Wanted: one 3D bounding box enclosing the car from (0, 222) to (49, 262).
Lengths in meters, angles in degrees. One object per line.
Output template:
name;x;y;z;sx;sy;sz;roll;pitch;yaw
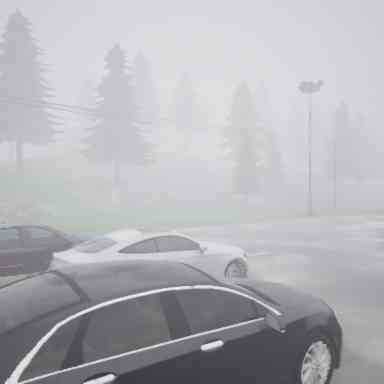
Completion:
car;-4.617;1.547;9.052;5.357;1.411;2.033;0;0;-35

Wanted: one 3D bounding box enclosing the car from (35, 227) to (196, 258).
car;-0.764;1.526;7.503;4.674;1.442;1.812;0;0;-35

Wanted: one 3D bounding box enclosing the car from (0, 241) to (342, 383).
car;-0.374;1.505;3.480;4.892;1.490;1.837;0;0;-36
